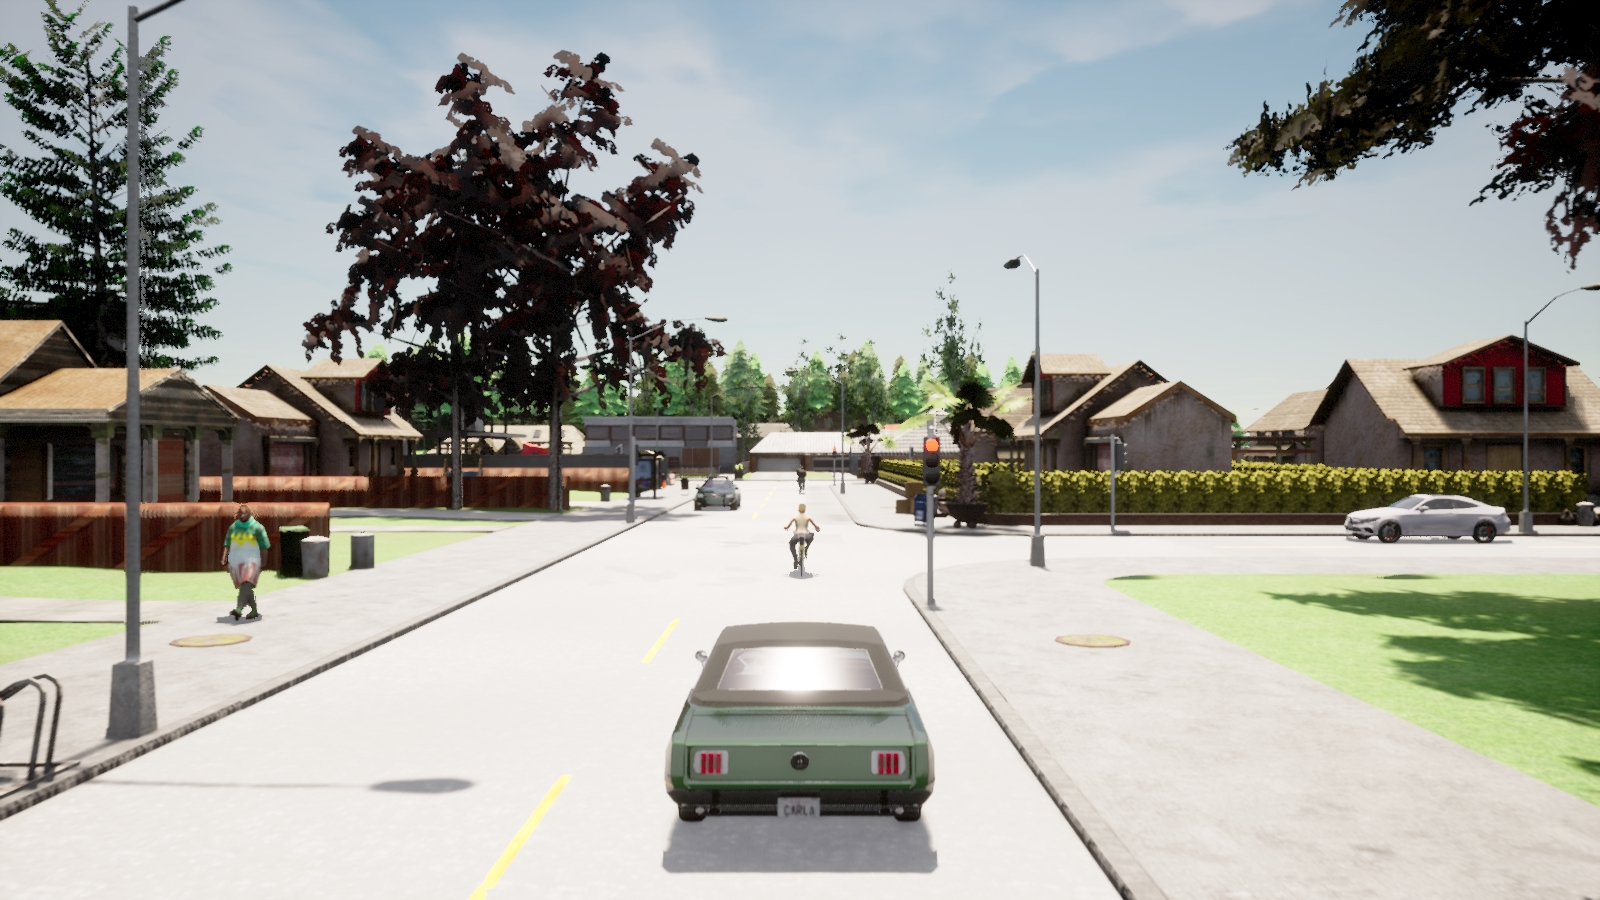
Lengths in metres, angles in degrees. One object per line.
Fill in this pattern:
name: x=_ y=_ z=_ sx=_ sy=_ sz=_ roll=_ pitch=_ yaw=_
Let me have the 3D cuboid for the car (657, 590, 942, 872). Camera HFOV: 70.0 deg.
car: x=0.001 y=2.155 z=9.960 sx=1.895 sy=1.301 sz=4.718 roll=0 pitch=0 yaw=0

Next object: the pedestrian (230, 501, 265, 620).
pedestrian: x=-8.774 y=1.743 z=18.159 sx=0.375 sy=1.860 sz=0.375 roll=0 pitch=0 yaw=0

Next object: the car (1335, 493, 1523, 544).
car: x=19.198 y=2.081 z=35.038 sx=4.674 sy=1.442 sz=2.002 roll=0 pitch=0 yaw=0

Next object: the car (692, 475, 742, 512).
car: x=-3.893 y=2.037 z=54.392 sx=2.038 sy=1.542 sz=4.974 roll=0 pitch=0 yaw=0
